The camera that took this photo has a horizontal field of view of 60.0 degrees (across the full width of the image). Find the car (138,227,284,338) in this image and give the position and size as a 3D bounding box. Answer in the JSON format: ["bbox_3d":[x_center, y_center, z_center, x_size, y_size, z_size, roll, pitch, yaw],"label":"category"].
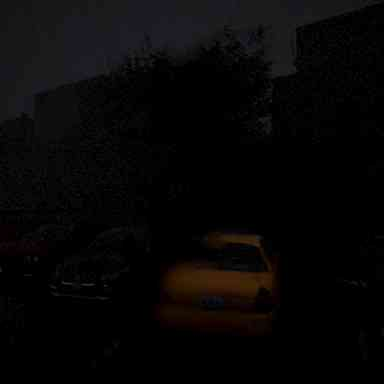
[{"bbox_3d":[0.937,1.508,6.993,1.946,1.575,5.366,-1,-1,15],"label":"car"}]

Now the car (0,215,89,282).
[{"bbox_3d":[-3.873,1.622,10.205,2.097,1.535,5.008,-1,-2,15],"label":"car"}]

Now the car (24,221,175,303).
[{"bbox_3d":[-1.486,1.555,8.511,2.231,1.521,4.892,-1,-1,15],"label":"car"}]

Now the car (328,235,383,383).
[{"bbox_3d":[3.281,1.483,5.123,2.231,1.521,4.892,0,-1,15],"label":"car"}]

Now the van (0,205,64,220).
[{"bbox_3d":[-6.242,1.486,12.011,1.878,1.987,4.442,-2,-2,15],"label":"van"}]
